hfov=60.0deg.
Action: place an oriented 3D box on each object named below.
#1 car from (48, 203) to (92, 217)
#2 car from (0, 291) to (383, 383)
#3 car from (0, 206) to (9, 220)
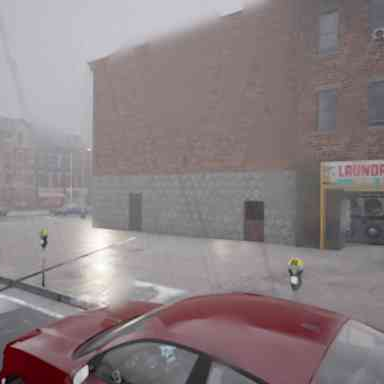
[{"bbox_3d":[-13.553,2.003,38.155,2.033,1.411,5.357,1,0,35],"label":"car"},{"bbox_3d":[0.198,1.548,2.655,4.507,1.381,1.887,0,1,36],"label":"car"},{"bbox_3d":[-19.294,1.817,30.136,2.128,1.511,4.902,1,0,36],"label":"car"}]
